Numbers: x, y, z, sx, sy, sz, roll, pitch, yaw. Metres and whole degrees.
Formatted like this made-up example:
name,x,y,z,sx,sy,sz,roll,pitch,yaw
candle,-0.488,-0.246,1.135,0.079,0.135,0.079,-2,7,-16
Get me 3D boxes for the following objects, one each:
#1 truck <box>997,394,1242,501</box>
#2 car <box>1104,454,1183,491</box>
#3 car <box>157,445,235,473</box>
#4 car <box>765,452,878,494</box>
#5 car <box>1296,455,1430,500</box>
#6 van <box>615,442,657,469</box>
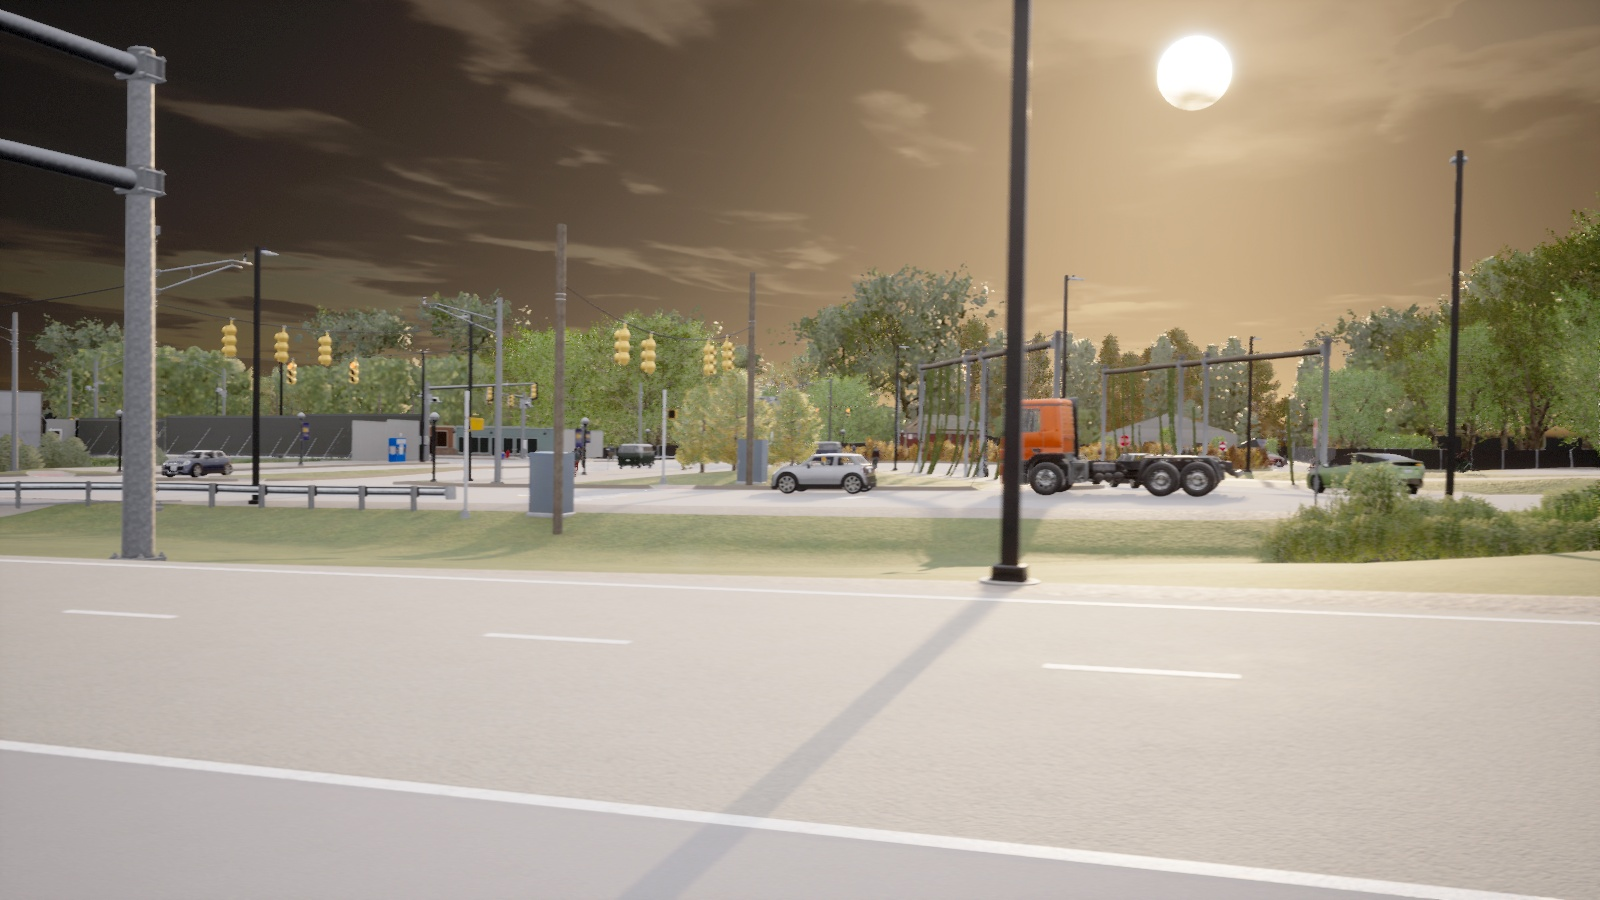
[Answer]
name,x,y,z,sx,sy,sz,roll,pitch,yaw
truck,11.087,-0.100,43.652,7.936,3.462,2.891,0,1,22
car,14.487,0.953,53.205,1.970,1.475,3.806,1,-1,-6
car,-33.650,0.471,70.048,1.970,1.475,3.806,1,1,14
car,0.825,0.832,47.070,3.806,1.475,1.970,0,1,18
car,20.581,0.977,46.113,2.007,1.525,4.514,1,-1,-17
van,-12.691,0.412,97.362,1.775,1.987,4.442,1,0,12
